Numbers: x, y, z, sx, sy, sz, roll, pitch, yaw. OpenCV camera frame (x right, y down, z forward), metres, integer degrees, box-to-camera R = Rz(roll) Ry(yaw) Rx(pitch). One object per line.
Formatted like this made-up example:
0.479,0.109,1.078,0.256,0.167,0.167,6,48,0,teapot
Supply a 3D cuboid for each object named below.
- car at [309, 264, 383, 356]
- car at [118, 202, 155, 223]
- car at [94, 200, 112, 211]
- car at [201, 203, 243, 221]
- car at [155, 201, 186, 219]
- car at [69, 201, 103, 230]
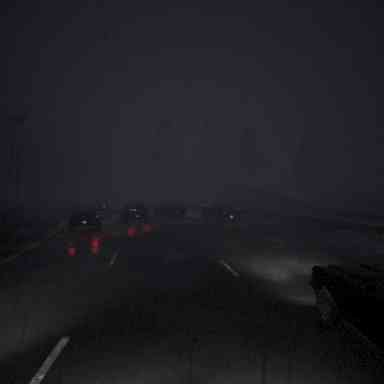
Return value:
3.265,1.587,4.228,1.895,1.301,4.718,0,0,-3,car
-4.607,1.508,25.814,2.128,1.511,4.902,0,0,-19,car
-11.161,1.606,40.217,1.994,1.385,4.181,0,0,-30,car
2.303,1.589,27.322,1.895,1.301,4.718,0,0,-18,car
-2.056,1.483,29.091,1.882,1.535,5.008,0,0,-20,car
-6.798,1.551,21.327,1.812,1.442,4.674,0,0,-16,car
